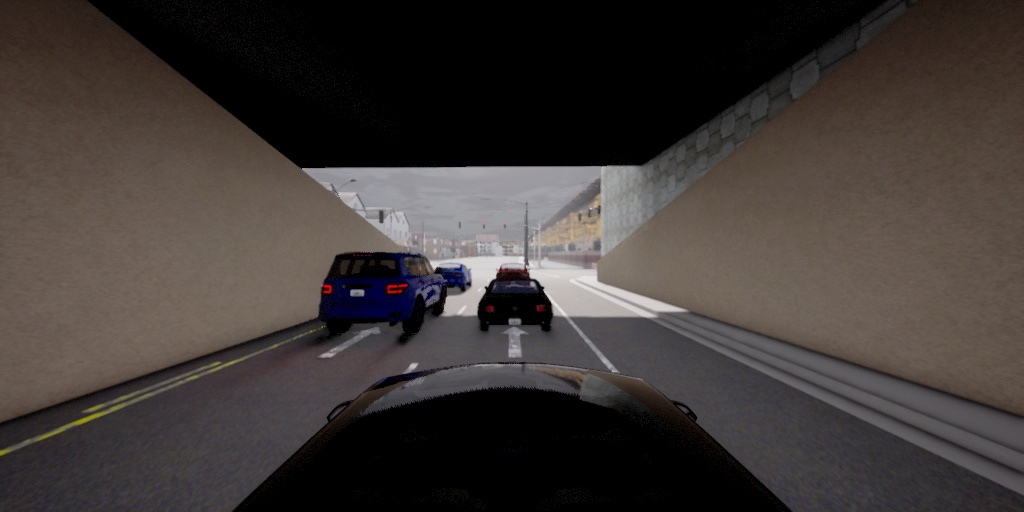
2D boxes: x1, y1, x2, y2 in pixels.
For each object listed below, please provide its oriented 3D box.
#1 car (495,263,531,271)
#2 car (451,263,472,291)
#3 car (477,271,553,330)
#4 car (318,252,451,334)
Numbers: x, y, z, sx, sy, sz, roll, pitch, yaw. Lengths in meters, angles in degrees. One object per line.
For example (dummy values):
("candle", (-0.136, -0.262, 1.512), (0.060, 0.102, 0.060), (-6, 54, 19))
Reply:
("car", (0.058, 1.118, 20.506), (1.882, 1.535, 5.008), (0, 0, 0))
("car", (-3.443, 1.117, 20.766), (1.882, 1.535, 5.008), (0, 0, 0))
("car", (0.077, 1.297, 10.924), (1.895, 1.301, 4.718), (0, 0, 0))
("car", (-3.418, 0.916, 10.571), (2.150, 2.045, 5.566), (0, 0, 0))
